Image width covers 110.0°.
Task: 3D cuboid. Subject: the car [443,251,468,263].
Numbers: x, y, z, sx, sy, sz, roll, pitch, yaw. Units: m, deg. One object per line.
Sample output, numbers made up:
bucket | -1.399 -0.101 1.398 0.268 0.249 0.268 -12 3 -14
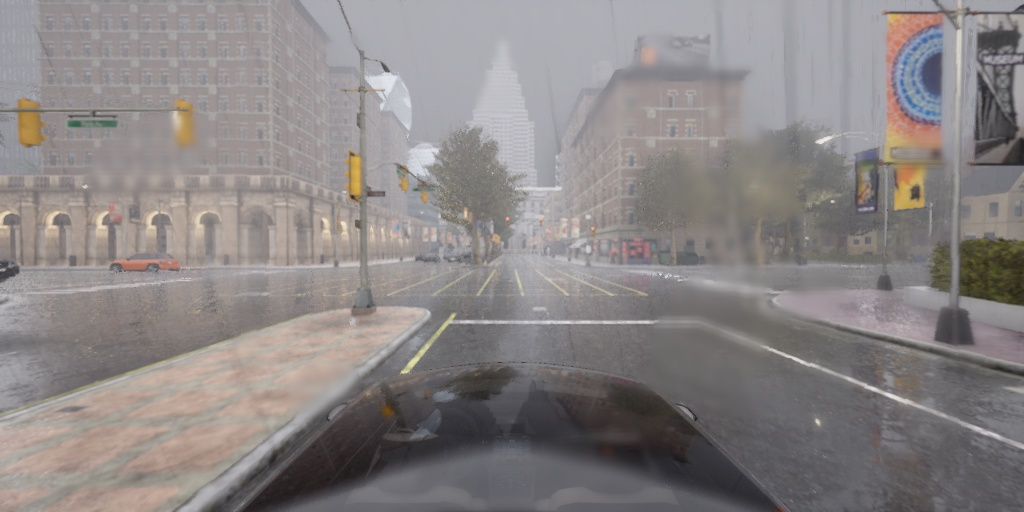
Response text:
car | -8.334 0.286 53.125 2.128 1.511 4.902 0 1 0

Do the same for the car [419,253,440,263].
car | -11.831 0.305 52.935 1.837 1.490 4.892 0 1 0

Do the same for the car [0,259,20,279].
car | -36.489 0.574 23.732 5.566 2.045 2.150 0 1 -1

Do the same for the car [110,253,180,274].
car | -31.660 0.569 30.957 4.553 1.767 2.097 0 1 0
